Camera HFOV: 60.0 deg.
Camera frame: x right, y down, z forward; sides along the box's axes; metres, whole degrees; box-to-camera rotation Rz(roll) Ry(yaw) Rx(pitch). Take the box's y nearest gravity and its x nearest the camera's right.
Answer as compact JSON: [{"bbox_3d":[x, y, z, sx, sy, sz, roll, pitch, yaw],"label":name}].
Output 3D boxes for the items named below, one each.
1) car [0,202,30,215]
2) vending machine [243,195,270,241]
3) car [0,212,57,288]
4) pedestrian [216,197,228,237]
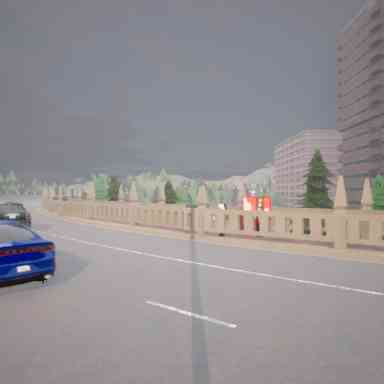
[{"bbox_3d":[-10.947,1.352,19.281,2.097,1.767,4.553,0,0,-41],"label":"car"},{"bbox_3d":[3.112,1.195,16.008,0.880,2.100,1.100,0,0,41],"label":"vending machine"},{"bbox_3d":[-5.418,1.477,8.666,5.008,1.535,1.882,0,0,41],"label":"car"},{"bbox_3d":[1.401,1.141,15.598,0.375,1.860,0.375,0,0,41],"label":"pedestrian"}]
